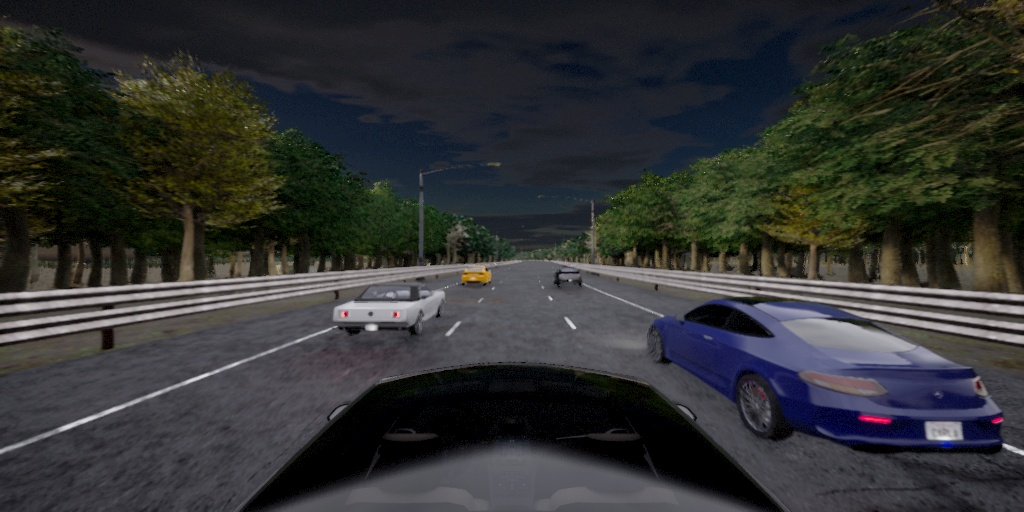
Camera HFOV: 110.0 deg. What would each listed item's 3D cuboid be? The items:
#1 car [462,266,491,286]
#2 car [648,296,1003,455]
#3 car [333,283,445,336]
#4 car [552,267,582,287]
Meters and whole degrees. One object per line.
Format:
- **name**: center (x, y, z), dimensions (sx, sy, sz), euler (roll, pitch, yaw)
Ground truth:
- **car**: center (-2.774, 1.534, 28.926), dimensions (1.882, 1.535, 5.008), euler (0, -1, 2)
- **car**: center (3.624, 1.320, 5.300), dimensions (1.812, 1.442, 4.674), euler (0, -1, 0)
- **car**: center (-3.314, 1.449, 10.787), dimensions (1.895, 1.301, 4.718), euler (0, -1, 1)
- **car**: center (4.164, 1.538, 27.350), dimensions (2.128, 1.511, 4.902), euler (0, -1, 2)
